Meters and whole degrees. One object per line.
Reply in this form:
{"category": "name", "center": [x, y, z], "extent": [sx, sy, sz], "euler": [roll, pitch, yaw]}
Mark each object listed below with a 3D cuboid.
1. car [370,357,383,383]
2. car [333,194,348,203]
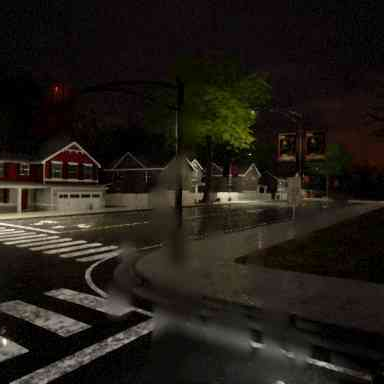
{"category": "car", "center": [3.361, 1.506, 1.283], "extent": [4.892, 1.490, 1.837], "euler": [0, 0, 35]}
{"category": "car", "center": [28.010, 1.206, 62.723], "extent": [2.128, 1.511, 4.902], "euler": [1, 0, 36]}
